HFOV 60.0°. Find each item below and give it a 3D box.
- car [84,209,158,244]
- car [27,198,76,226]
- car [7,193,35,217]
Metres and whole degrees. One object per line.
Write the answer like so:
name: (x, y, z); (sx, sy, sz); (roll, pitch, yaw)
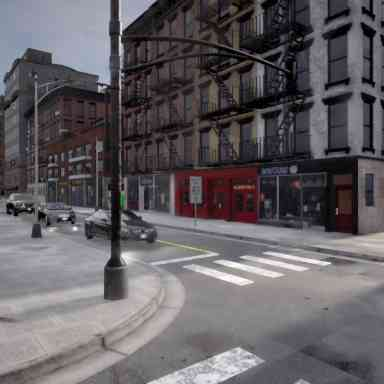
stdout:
car: (-3.419, 1.508, 15.220); (1.812, 1.442, 4.674); (0, 0, -39)
car: (-9.690, 1.456, 23.335); (2.128, 1.511, 4.902); (0, 0, -38)
car: (-16.046, 1.168, 31.597); (2.150, 2.045, 5.566); (0, 0, -37)
